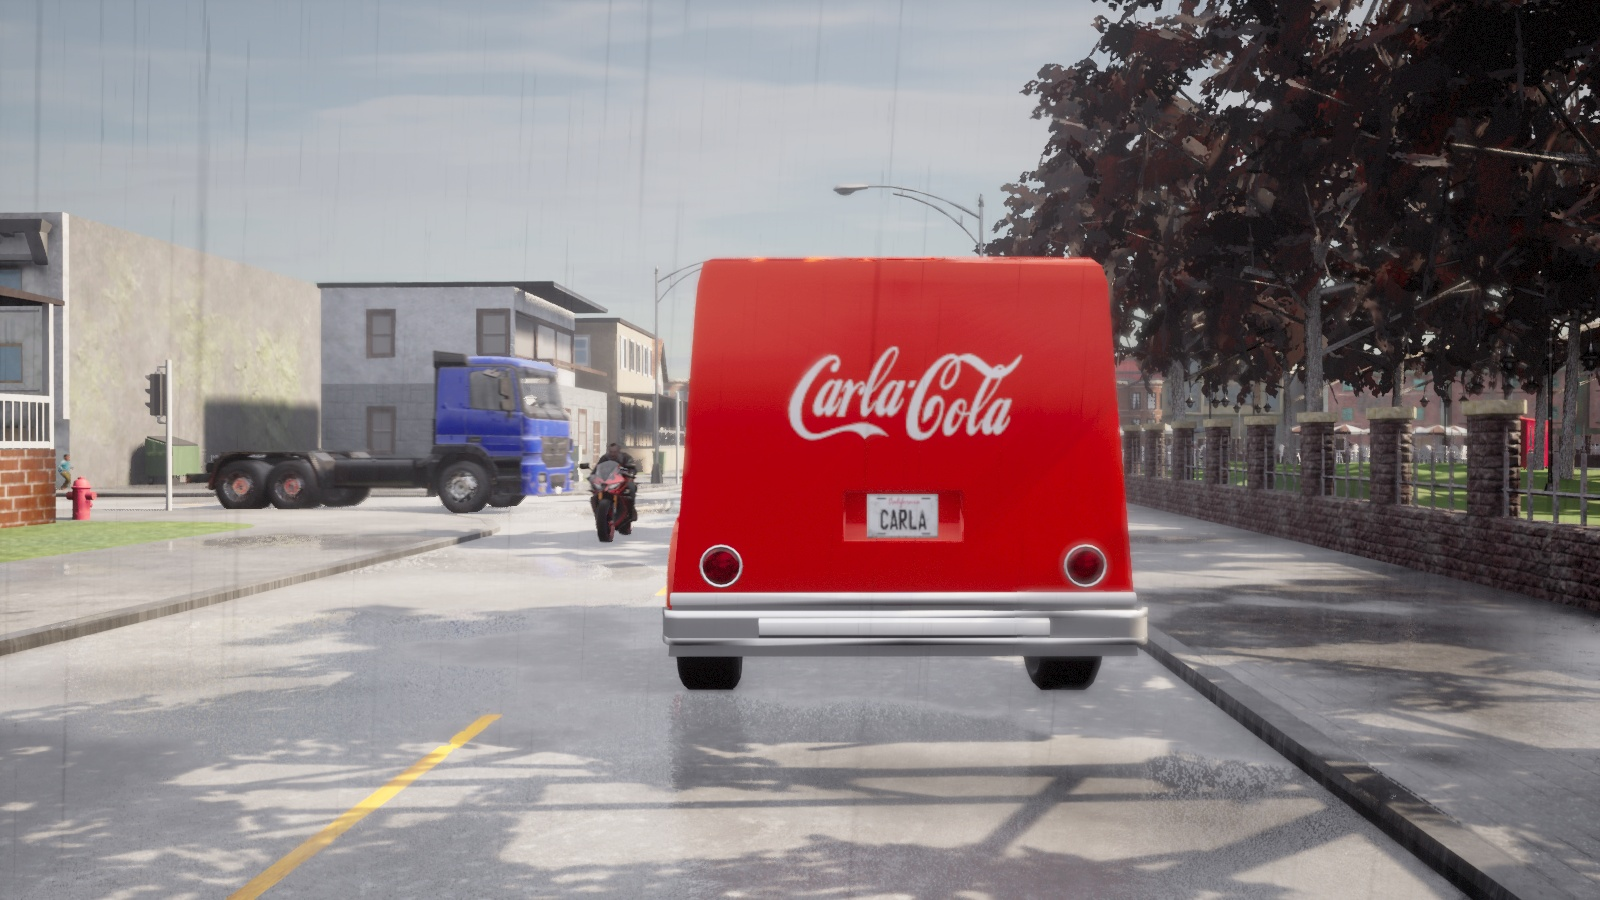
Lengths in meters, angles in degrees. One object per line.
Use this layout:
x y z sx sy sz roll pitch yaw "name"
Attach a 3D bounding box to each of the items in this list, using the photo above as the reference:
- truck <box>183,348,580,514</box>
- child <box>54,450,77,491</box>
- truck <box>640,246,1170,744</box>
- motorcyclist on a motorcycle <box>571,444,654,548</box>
-9.185 -0.401 28.064 7.936 3.462 2.891 0 0 7 "truck"
-21.705 0.609 37.113 0.448 1.192 0.343 0 0 9 "child"
0.519 0.210 8.828 2.627 2.467 5.204 0 0 0 "truck"
-2.875 0.669 19.480 0.866 1.530 2.191 0 0 3 "motorcyclist on a motorcycle"
